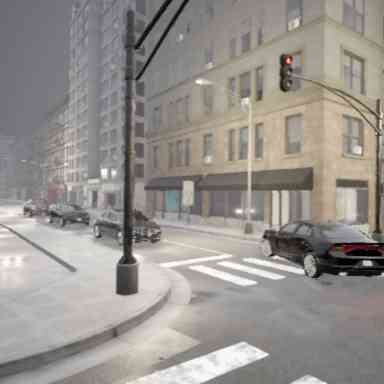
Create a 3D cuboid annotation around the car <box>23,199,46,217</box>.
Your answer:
[{"bbox_3d":[-14.887,1.442,32.277,2.097,1.767,4.553,1,-1,-36],"label":"car"}]

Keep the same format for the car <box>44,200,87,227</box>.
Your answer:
[{"bbox_3d":[-8.893,1.566,23.984,1.882,1.535,5.008,1,-1,-36],"label":"car"}]

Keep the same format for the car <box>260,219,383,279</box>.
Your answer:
[{"bbox_3d":[3.885,1.605,10.655,1.882,1.535,5.008,2,0,-11],"label":"car"}]

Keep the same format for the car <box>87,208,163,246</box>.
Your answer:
[{"bbox_3d":[-3.232,1.597,16.170,1.837,1.490,4.892,1,-1,-36],"label":"car"}]
